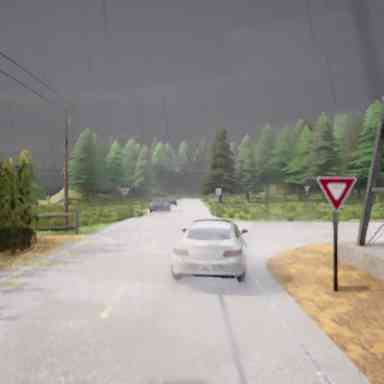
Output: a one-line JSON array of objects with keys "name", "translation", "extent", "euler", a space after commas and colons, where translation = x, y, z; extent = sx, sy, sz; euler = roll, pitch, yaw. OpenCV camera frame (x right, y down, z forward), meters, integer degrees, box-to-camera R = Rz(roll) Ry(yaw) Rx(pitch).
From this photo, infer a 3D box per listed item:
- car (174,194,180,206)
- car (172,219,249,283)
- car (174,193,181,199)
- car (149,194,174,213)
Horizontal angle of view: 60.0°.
[{"name": "car", "translation": [-3.291, 1.378, 51.485], "extent": [1.837, 1.490, 4.892], "euler": [0, 0, 0]}, {"name": "car", "translation": [0.623, 1.502, 9.561], "extent": [1.812, 1.442, 4.674], "euler": [0, 0, 8]}, {"name": "car", "translation": [-3.222, 1.048, 67.912], "extent": [1.837, 1.490, 4.892], "euler": [0, 0, 0]}, {"name": "car", "translation": [-3.306, 1.264, 35.156], "extent": [2.097, 1.767, 4.553], "euler": [0, 0, 0]}]
